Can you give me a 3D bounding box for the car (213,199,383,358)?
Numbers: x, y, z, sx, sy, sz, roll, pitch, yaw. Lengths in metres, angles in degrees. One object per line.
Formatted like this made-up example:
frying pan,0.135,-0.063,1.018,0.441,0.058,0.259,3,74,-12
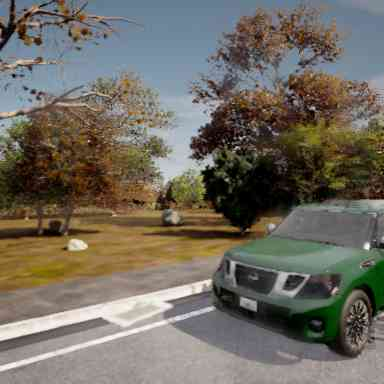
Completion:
car,2.937,1.196,6.401,5.566,2.045,2.150,-1,0,-39
